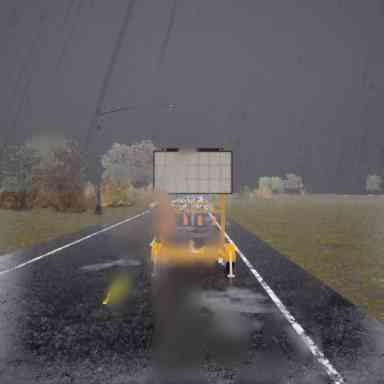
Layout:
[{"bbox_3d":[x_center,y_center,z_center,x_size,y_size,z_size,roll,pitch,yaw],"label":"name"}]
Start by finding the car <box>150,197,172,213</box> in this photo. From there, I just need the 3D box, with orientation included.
[{"bbox_3d":[-3.361,1.373,36.909,2.097,1.767,4.553,0,0,0],"label":"car"}]

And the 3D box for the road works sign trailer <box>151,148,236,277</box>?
[{"bbox_3d":[0.026,0.469,10.228,2.380,3.560,2.880,0,0,-1],"label":"road works sign trailer"}]
